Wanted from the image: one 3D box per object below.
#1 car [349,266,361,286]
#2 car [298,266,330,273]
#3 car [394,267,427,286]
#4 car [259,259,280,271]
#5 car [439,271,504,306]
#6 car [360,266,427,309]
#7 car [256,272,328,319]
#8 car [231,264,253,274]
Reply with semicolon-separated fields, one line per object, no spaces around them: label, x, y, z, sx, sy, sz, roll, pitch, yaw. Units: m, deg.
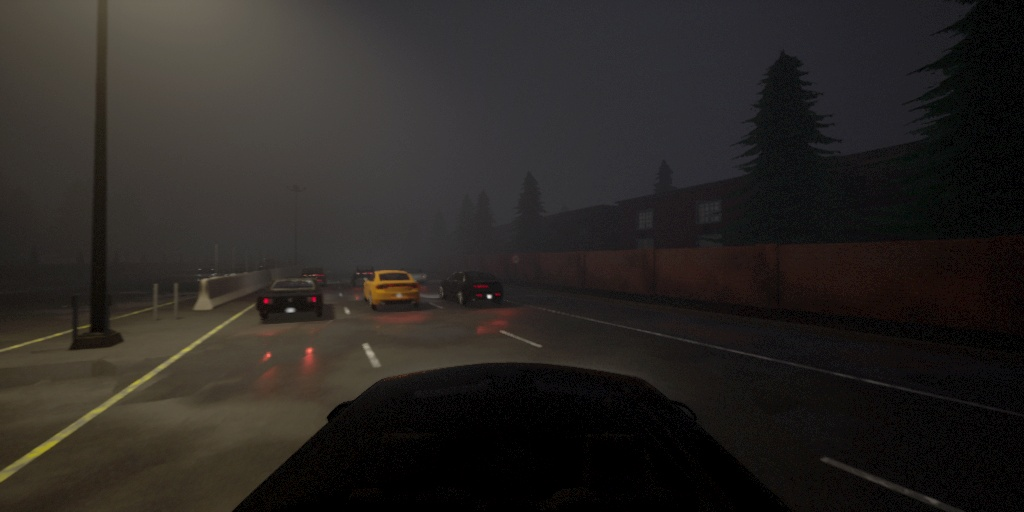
car;-11.772;1.521;28.517;2.128;1.511;4.902;0;-1;-26
car;-14.910;1.515;26.968;1.837;1.490;4.892;0;0;-26
car;-8.523;1.647;29.837;1.895;1.301;4.718;0;-1;-26
car;-35.882;1.491;53.392;2.150;2.045;5.566;0;-1;-26
car;-2.035;1.421;16.987;1.837;1.490;4.892;0;0;-27
car;-5.457;1.376;16.003;1.882;1.535;5.008;0;0;-27
car;-8.102;1.470;13.470;1.895;1.301;4.718;0;-1;-27
car;-39.055;1.814;51.903;1.994;1.385;4.181;0;-1;-26
